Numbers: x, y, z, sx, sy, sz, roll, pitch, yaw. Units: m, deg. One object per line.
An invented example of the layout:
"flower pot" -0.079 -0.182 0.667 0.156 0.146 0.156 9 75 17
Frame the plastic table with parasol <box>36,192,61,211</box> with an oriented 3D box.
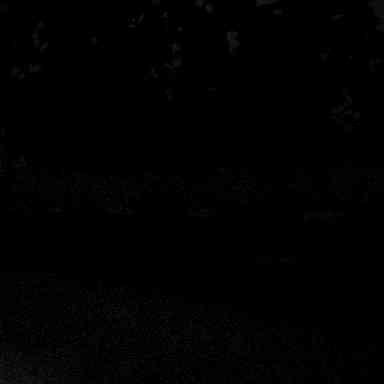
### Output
"plastic table with parasol" -20.271 1.365 47.022 2.482 2.480 2.482 -2 -1 -5
